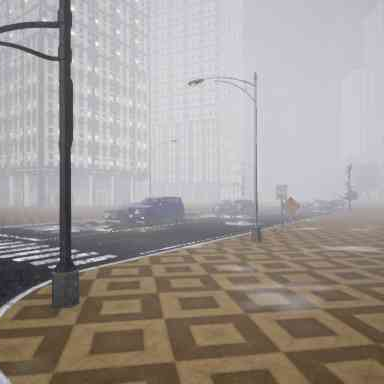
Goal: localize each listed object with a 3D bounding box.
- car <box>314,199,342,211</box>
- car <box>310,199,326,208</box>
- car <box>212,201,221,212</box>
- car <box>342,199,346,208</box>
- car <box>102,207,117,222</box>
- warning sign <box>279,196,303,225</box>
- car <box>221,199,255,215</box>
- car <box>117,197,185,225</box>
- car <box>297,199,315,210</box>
[{"bbox_3d":[18.796,1.852,45.886,2.033,1.411,5.357,0,0,31],"label":"car"},{"bbox_3d":[21.466,1.903,56.514,1.812,1.442,4.674,0,0,31],"label":"car"},{"bbox_3d":[4.298,1.772,41.832,2.128,1.511,4.902,0,0,34],"label":"car"},{"bbox_3d":[24.191,1.839,54.740,1.882,1.535,5.008,0,0,31],"label":"car"},{"bbox_3d":[-5.271,1.666,27.782,2.128,1.511,4.902,0,-1,34],"label":"car"},{"bbox_3d":[6.824,1.251,22.958,1.300,1.860,1.060,0,0,34],"label":"warning sign"},{"bbox_3d":[5.561,1.602,37.905,2.097,1.767,4.553,0,0,34],"label":"car"},{"bbox_3d":[-2.740,1.381,25.726,2.150,2.045,5.566,0,-1,35],"label":"car"},{"bbox_3d":[16.286,1.923,47.999,1.895,1.301,4.718,0,0,32],"label":"car"}]
